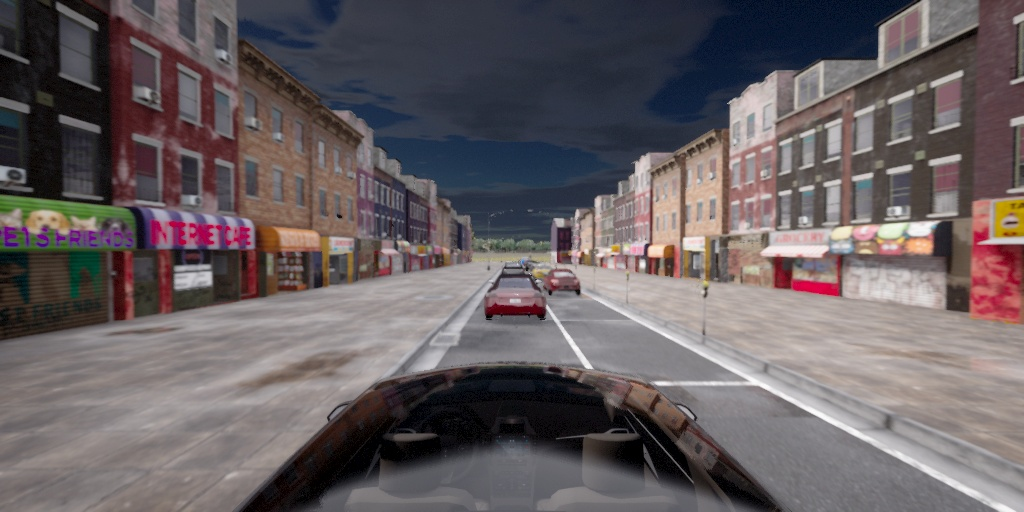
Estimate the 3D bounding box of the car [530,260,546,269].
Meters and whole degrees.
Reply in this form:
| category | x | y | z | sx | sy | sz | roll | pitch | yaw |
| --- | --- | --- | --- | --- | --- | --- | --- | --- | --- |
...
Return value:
| category | x | y | z | sx | sy | sz | roll | pitch | yaw |
| --- | --- | --- | --- | --- | --- | --- | --- | --- | --- |
| car | 2.639 | 1.284 | 30.615 | 1.751 | 1.417 | 4.829 | 0 | 0 | 0 |

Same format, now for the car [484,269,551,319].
| category | x | y | z | sx | sy | sz | roll | pitch | yaw |
| --- | --- | --- | --- | --- | --- | --- | --- | --- | --- |
| car | 0.101 | 1.317 | 12.788 | 1.994 | 1.385 | 4.181 | 0 | 0 | 0 |

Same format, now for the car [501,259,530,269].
| category | x | y | z | sx | sy | sz | roll | pitch | yaw |
| --- | --- | --- | --- | --- | --- | --- | --- | --- | --- |
| car | 0.103 | 1.250 | 29.646 | 2.128 | 1.511 | 4.902 | 0 | 0 | 0 |

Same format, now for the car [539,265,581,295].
| category | x | y | z | sx | sy | sz | roll | pitch | yaw |
| --- | --- | --- | --- | --- | --- | --- | --- | --- | --- |
| car | 2.638 | 1.337 | 19.380 | 1.802 | 1.307 | 4.207 | 0 | 0 | 0 |
